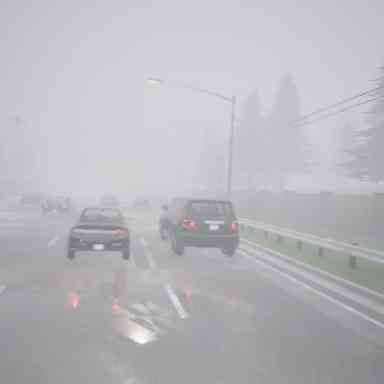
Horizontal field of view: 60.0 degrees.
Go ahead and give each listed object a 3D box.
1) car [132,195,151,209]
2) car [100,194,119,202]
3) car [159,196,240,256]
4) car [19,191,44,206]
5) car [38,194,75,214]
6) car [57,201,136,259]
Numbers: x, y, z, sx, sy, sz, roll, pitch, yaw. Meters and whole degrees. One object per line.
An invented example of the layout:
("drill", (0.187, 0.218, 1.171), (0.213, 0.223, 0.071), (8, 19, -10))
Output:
("car", (-5.808, 1.074, 38.055), (1.812, 1.442, 4.674), (3, 0, -13))
("car", (-9.350, 0.925, 37.829), (1.994, 1.385, 4.181), (3, 0, -13))
("car", (0.088, 1.175, 13.213), (2.150, 2.045, 5.566), (3, 0, -13))
("car", (-15.182, 0.596, 32.116), (1.812, 1.442, 4.674), (3, 0, -14))
("car", (-9.936, 0.977, 25.123), (1.895, 1.301, 4.718), (3, 0, -13))
("car", (-3.131, 1.280, 11.577), (2.128, 1.511, 4.902), (3, 0, -13))
